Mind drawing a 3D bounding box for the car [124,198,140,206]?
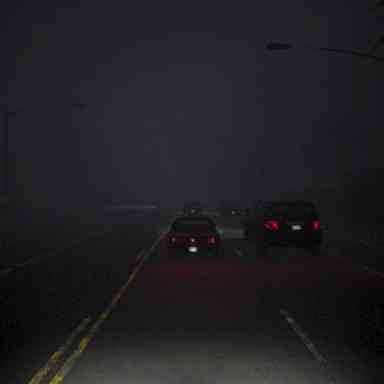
[{"bbox_3d":[-10.069,1.611,56.861,1.895,1.301,4.718,0,0,7],"label":"car"}]

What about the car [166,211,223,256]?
[{"bbox_3d":[0.061,1.668,13.508,1.895,1.301,4.718,0,0,0],"label":"car"}]

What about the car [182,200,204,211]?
[{"bbox_3d":[0.081,1.524,31.825,1.882,1.535,5.008,0,0,0],"label":"car"}]

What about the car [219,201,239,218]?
[{"bbox_3d":[3.575,1.574,31.065,1.812,1.442,4.674,0,0,0],"label":"car"}]

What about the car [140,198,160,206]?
[{"bbox_3d":[-6.715,1.604,55.471,1.895,1.301,4.718,0,0,6],"label":"car"}]

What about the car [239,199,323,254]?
[{"bbox_3d":[3.564,1.292,13.962,2.150,2.045,5.566,0,0,0],"label":"car"}]
